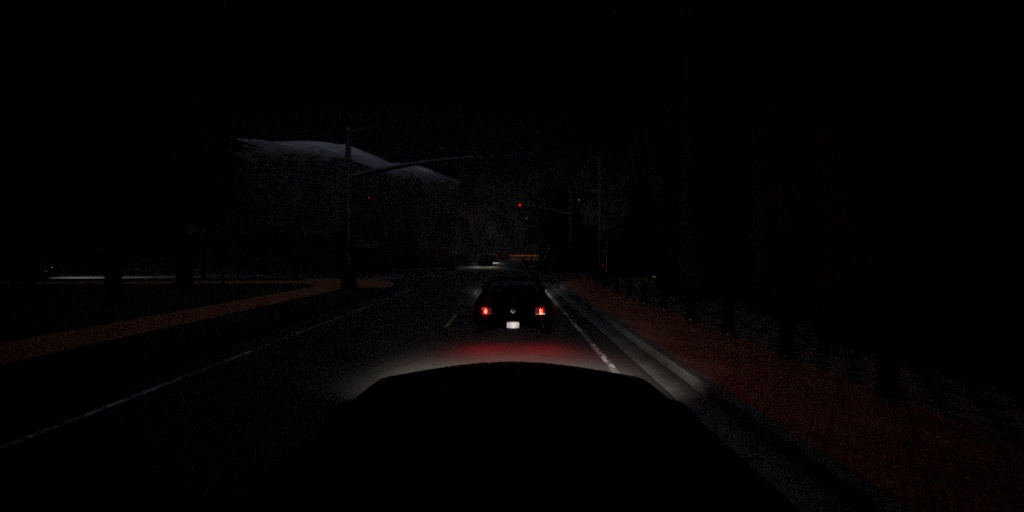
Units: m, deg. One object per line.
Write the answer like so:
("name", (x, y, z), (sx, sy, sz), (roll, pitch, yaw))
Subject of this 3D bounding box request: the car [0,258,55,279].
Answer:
("car", (-37.156, 0.882, 26.630), (4.902, 1.511, 2.128), (0, 1, -2))

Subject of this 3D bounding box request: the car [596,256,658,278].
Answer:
("car", (8.960, 0.757, 28.132), (4.553, 1.767, 2.097), (0, 1, -2))

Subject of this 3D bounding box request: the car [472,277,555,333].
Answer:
("car", (0.041, 1.234, 10.261), (1.895, 1.301, 4.718), (0, 1, 0))

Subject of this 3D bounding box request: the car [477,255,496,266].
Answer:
("car", (-3.697, 0.568, 49.855), (1.882, 1.535, 5.008), (0, 1, 0))
